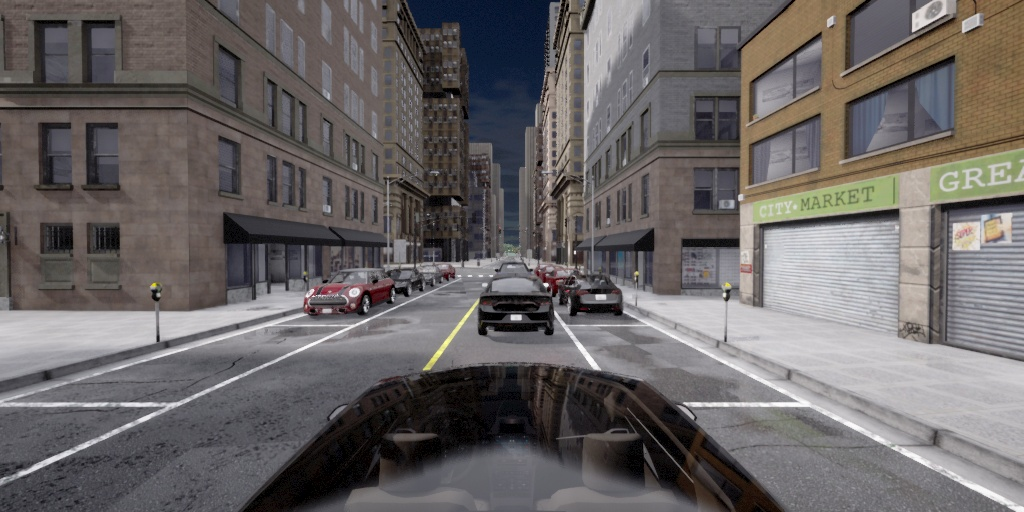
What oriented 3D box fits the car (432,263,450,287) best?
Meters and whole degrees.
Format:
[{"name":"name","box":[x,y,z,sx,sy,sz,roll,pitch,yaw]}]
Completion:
[{"name":"car","box":[-5.761,1.297,24.181,2.007,1.370,4.403,0,0,0]}]

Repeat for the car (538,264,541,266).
[{"name":"car","box":[2.764,1.292,24.180,1.888,1.381,4.507,0,0,0]}]

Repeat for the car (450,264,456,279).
[{"name":"car","box":[-5.761,1.291,29.687,1.888,1.381,4.507,0,0,0]}]

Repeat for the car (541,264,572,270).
[{"name":"car","box":[2.764,1.292,18.674,1.888,1.381,4.507,0,0,0]}]

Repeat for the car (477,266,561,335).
[{"name":"car","box":[0.099,1.226,10.499,1.882,1.535,5.008,0,0,0]}]

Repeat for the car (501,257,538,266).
[{"name":"car","box":[0.104,1.099,19.722,2.097,1.767,4.553,0,0,0]}]

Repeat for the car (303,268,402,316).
[{"name":"car","box":[-5.763,1.187,13.171,1.967,1.591,4.097,0,0,0]}]

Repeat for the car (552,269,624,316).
[{"name":"car","box":[2.763,1.313,13.170,1.948,1.339,4.313,0,0,0]}]

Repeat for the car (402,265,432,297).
[{"name":"car","box":[-5.762,1.313,18.676,1.948,1.339,4.313,0,0,0]}]
